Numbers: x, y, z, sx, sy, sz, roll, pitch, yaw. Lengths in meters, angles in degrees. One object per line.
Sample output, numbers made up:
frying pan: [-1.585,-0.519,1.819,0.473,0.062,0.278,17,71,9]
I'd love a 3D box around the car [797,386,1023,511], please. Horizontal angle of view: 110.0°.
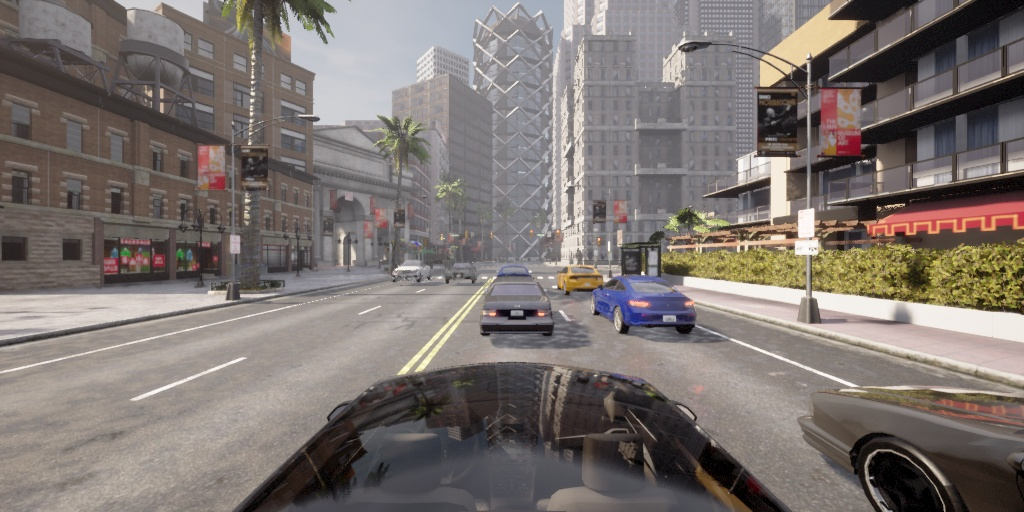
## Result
car: [3.659,1.297,0.883,2.033,1.411,5.357,0,0,-1]

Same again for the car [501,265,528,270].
car: [0.116,1.228,20.161,1.882,1.535,5.008,0,0,0]

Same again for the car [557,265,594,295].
car: [3.615,1.228,19.661,1.882,1.535,5.008,0,0,0]

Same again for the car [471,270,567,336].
car: [0.108,1.297,10.375,2.033,1.411,5.357,0,0,0]

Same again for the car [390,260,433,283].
car: [-6.981,0.992,25.405,1.812,1.442,4.674,0,0,0]

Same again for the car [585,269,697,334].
car: [3.620,1.276,10.549,1.812,1.442,4.674,0,0,0]

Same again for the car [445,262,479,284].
car: [-3.481,1.108,25.402,1.994,1.385,4.181,0,0,0]
